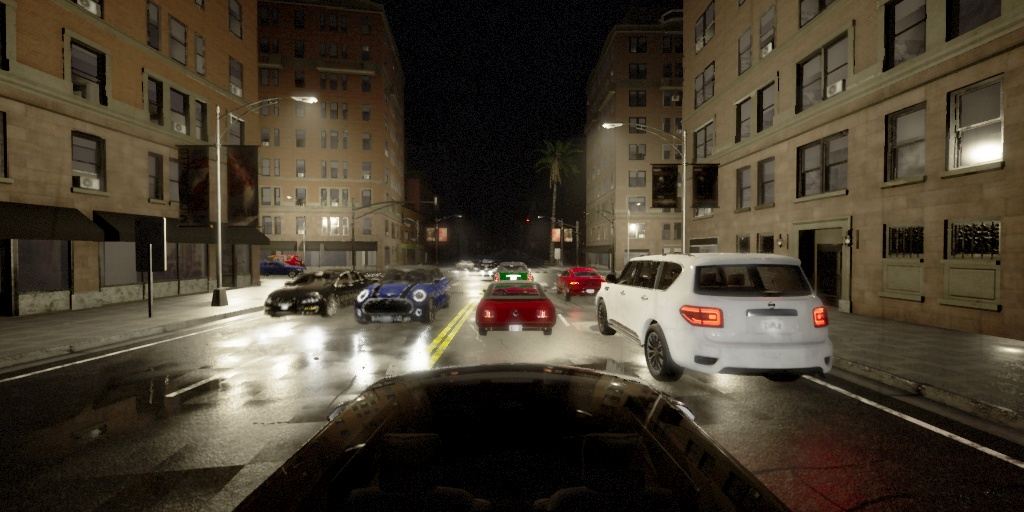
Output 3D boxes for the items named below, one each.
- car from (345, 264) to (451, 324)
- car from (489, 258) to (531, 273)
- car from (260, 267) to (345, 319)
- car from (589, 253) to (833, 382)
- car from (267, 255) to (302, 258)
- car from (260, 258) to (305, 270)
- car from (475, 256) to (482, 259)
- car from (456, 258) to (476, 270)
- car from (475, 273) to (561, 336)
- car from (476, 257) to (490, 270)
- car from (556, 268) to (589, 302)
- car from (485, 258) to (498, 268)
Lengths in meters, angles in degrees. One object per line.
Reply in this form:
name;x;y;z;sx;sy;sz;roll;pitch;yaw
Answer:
car;-3.370;1.098;11.876;2.097;1.767;4.553;0;0;0
car;-0.003;1.097;19.366;2.097;1.767;4.553;0;0;-2
car;-6.621;1.252;12.870;1.837;1.490;4.892;0;0;0
car;3.328;0.970;7.288;2.150;2.045;5.566;0;0;0
car;-23.969;0.831;36.666;5.009;1.841;2.192;0;0;-9
car;-20.516;1.144;31.350;4.674;1.442;1.812;0;1;-9
car;-6.705;1.212;60.854;1.882;1.535;5.008;0;1;0
car;-6.701;1.338;51.609;1.895;1.301;4.718;0;0;3
car;0.081;1.348;10.373;1.895;1.301;4.718;0;0;0
car;-3.451;1.229;51.326;2.128;1.511;4.902;0;0;0
car;3.219;1.271;16.975;1.812;1.442;4.674;0;0;0
car;-3.457;1.212;61.010;1.882;1.535;5.008;0;0;0
